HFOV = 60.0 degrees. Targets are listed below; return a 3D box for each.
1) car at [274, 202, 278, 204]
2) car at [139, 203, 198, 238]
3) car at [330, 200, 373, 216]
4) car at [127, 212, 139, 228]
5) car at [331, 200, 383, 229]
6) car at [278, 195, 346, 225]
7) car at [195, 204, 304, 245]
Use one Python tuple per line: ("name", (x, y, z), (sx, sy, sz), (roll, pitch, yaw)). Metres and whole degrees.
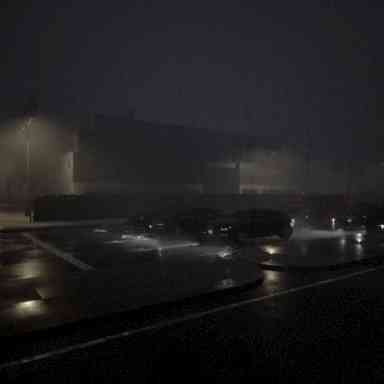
("car", (7.632, 1.478, 27.435), (5.008, 1.535, 1.882), (0, 0, -35))
("car", (-0.063, 1.507, 17.932), (4.892, 1.490, 1.837), (1, 0, -35))
("car", (16.032, 1.526, 33.257), (4.674, 1.442, 1.812), (0, 0, -35))
("car", (-1.631, 1.478, 21.100), (5.008, 1.535, 1.882), (0, 0, -34))
("car", (11.628, 1.492, 21.688), (4.902, 1.511, 2.128), (0, 0, -35))
("car", (9.160, 1.221, 24.235), (5.566, 2.045, 2.150), (0, 0, -35))
("car", (2.803, 1.507, 15.662), (4.892, 1.490, 1.837), (1, 0, -34))
